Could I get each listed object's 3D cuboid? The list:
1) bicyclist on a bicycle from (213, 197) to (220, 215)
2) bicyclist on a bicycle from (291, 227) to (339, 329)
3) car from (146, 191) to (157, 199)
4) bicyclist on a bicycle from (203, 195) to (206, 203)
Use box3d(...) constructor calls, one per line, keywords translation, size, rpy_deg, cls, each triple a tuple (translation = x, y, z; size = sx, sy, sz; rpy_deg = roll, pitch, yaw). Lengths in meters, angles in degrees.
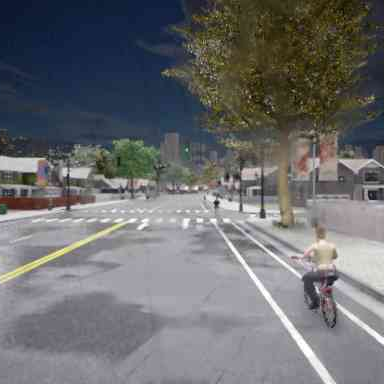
box3d(translation=(2.271, 1.347, 30.867), size=(0.659, 1.776, 1.843), rpy_deg=(0, 0, 0), cls="bicyclist on a bicycle")
box3d(translation=(2.271, 1.432, 5.975), size=(0.866, 1.612, 1.509), rpy_deg=(0, 0, 0), cls="bicyclist on a bicycle")
box3d(translation=(-9.718, 0.720, 79.915), size=(2.150, 2.045, 5.566), rpy_deg=(0, 0, 0), cls="car")
box3d(translation=(2.274, 1.376, 59.502), size=(0.582, 1.620, 1.656), rpy_deg=(0, 0, 0), cls="bicyclist on a bicycle")
